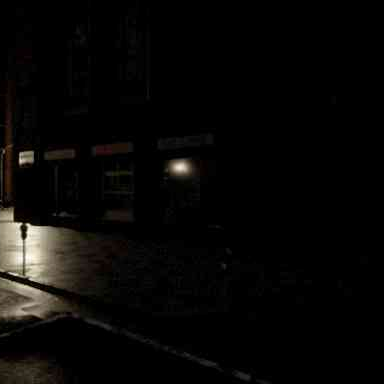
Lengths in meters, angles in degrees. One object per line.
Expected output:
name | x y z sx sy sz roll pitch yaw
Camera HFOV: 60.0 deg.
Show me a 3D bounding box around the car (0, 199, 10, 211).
car | -22.820 1.351 36.706 1.837 1.490 4.892 0 0 35
